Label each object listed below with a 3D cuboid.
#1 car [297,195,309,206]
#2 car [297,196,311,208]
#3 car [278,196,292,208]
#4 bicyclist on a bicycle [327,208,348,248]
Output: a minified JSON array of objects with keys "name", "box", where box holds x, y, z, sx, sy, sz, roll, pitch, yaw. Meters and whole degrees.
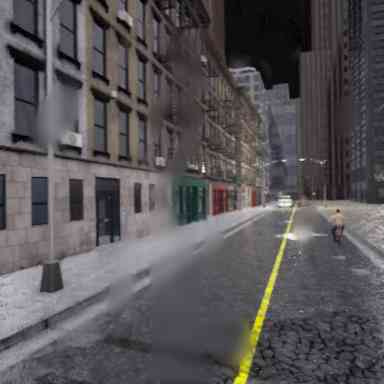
[{"name":"car","box":[23.715,1.791,71.156,2.150,2.045,5.566,-1,-1,18]},{"name":"car","box":[19.629,1.953,58.092,1.837,1.490,4.892,-1,-1,18]},{"name":"car","box":[16.245,1.711,57.887,2.150,2.045,5.566,-1,-1,18]},{"name":"bicyclist on a bicycle","box":[6.278,1.510,14.310,0.866,1.612,1.509,-1,-1,18]}]
